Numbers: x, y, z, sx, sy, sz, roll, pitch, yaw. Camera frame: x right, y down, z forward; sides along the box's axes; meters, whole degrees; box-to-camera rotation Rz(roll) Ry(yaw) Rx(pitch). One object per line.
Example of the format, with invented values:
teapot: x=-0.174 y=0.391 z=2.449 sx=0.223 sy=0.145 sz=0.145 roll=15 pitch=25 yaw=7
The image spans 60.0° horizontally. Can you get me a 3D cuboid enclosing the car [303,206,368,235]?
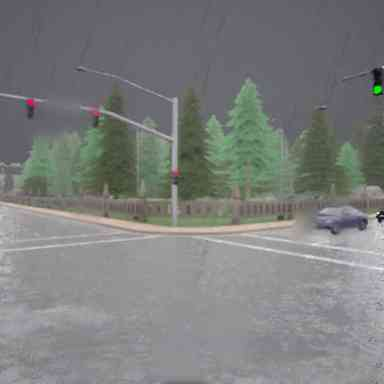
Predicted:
car: x=8.334 y=1.524 z=19.069 sx=4.674 sy=1.442 sz=1.812 roll=0 pitch=0 yaw=-37

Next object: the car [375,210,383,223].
car: x=15.514 y=1.605 z=24.661 sx=4.718 sy=1.301 sz=1.895 roll=0 pitch=0 yaw=-38
